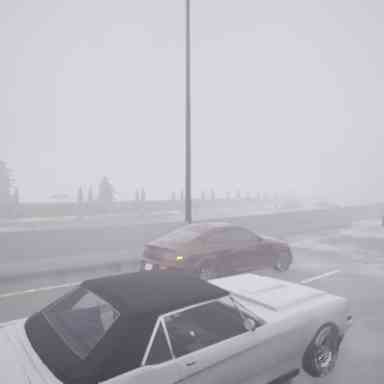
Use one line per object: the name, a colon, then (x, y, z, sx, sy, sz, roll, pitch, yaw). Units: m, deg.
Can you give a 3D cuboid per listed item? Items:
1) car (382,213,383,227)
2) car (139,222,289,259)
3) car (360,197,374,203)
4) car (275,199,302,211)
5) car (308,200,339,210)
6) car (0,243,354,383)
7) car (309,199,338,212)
car: (13.935, 1.555, 21.923, 1.812, 1.442, 4.674, 0, 0, 42)
car: (0.802, 1.551, 9.061, 4.674, 1.442, 1.812, 0, 0, -39)
car: (37.446, 1.648, 70.937, 1.994, 1.385, 4.181, 0, 0, 41)
car: (12.012, 1.582, 41.345, 2.128, 1.511, 4.902, 0, 0, 41)
car: (12.542, 1.661, 31.207, 1.895, 1.301, 4.718, 0, 0, 41)
car: (-0.136, 1.614, 3.831, 4.718, 1.301, 1.895, 0, 0, -37)
car: (16.145, 1.642, 40.785, 1.994, 1.385, 4.181, 0, 0, 41)
